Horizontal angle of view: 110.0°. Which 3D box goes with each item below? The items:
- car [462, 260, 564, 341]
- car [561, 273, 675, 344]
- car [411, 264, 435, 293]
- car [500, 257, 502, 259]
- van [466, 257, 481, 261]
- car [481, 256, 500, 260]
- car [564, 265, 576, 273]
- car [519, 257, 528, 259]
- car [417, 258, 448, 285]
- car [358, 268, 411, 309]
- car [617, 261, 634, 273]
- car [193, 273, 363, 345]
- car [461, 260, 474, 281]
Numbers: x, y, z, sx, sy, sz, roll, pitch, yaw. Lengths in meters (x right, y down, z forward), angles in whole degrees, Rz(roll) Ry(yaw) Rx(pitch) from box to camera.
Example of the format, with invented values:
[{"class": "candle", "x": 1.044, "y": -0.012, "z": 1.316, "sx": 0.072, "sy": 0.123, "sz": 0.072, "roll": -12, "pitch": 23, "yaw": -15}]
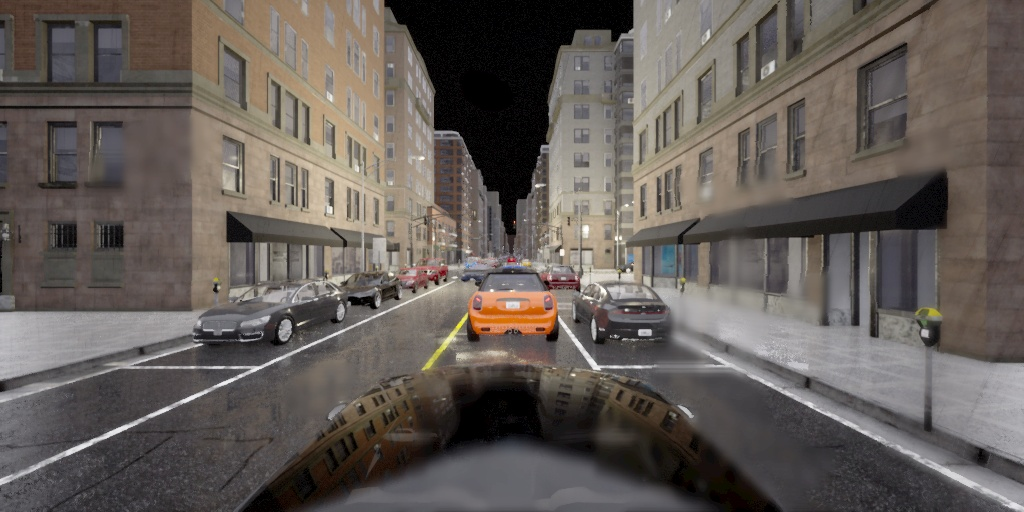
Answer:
[{"class": "car", "x": 0.013, "y": 1.101, "z": 10.005, "sx": 2.097, "sy": 1.767, "sz": 4.553, "roll": 0, "pitch": 0, "yaw": 0}, {"class": "car", "x": 2.663, "y": 1.299, "z": 9.366, "sx": 2.007, "sy": 1.370, "sz": 4.403, "roll": 0, "pitch": 0, "yaw": 0}, {"class": "car", "x": -5.873, "y": 1.329, "z": 20.384, "sx": 1.802, "sy": 1.307, "sz": 4.207, "roll": 0, "pitch": 0, "yaw": 0}, {"class": "car", "x": -3.122, "y": 1.257, "z": 62.782, "sx": 1.812, "sy": 1.442, "sz": 4.674, "roll": 0, "pitch": 0, "yaw": 0}, {"class": "van", "x": -5.902, "y": 1.076, "z": 52.855, "sx": 1.690, "sy": 1.789, "sz": 3.998, "roll": 0, "pitch": 0, "yaw": 0}, {"class": "car", "x": -3.132, "y": 1.213, "z": 53.440, "sx": 1.882, "sy": 1.535, "sz": 5.008, "roll": 0, "pitch": 0, "yaw": 0}, {"class": "car", "x": 2.653, "y": 1.186, "z": 20.417, "sx": 1.967, "sy": 1.591, "sz": 4.097, "roll": 0, "pitch": 0, "yaw": 0}, {"class": "car", "x": 2.613, "y": 1.256, "z": 64.248, "sx": 1.751, "sy": 1.417, "sz": 4.829, "roll": 0, "pitch": 0, "yaw": 0}, {"class": "car", "x": -5.878, "y": 1.060, "z": 25.907, "sx": 2.192, "sy": 1.841, "sz": 5.009, "roll": 0, "pitch": 0, "yaw": 0}, {"class": "car", "x": -5.867, "y": 1.314, "z": 14.860, "sx": 1.948, "sy": 1.339, "sz": 4.313, "roll": 0, "pitch": 0, "yaw": 0}, {"class": "car", "x": 14.531, "y": 1.236, "z": 41.052, "sx": 4.892, "sy": 1.490, "sz": 1.837, "roll": 0, "pitch": 0, "yaw": 1}, {"class": "car", "x": -5.863, "y": 1.299, "z": 9.335, "sx": 2.007, "sy": 1.370, "sz": 4.403, "roll": 0, "pitch": 0, "yaw": 0}, {"class": "car", "x": -2.360, "y": 1.292, "z": 28.011, "sx": 2.033, "sy": 1.411, "sz": 5.357, "roll": 0, "pitch": 0, "yaw": 10}]
